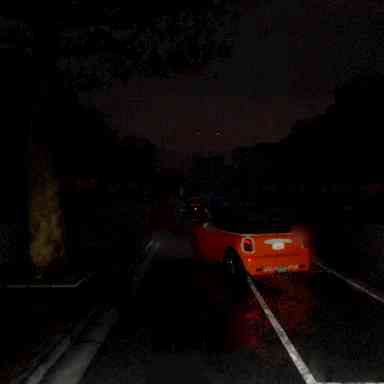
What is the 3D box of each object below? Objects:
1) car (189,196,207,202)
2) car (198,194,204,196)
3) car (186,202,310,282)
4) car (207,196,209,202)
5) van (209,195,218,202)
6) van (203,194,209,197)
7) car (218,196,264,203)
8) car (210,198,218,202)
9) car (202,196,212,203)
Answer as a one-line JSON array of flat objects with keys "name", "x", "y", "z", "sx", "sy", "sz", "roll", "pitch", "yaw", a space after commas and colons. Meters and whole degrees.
[{"name": "car", "x": 0.415, "y": 1.498, "z": 36.978, "sx": 1.837, "sy": 1.490, "sz": 4.892, "roll": 0, "pitch": 0, "yaw": 1}, {"name": "car", "x": 0.563, "y": 1.522, "z": 53.706, "sx": 1.812, "sy": 1.442, "sz": 4.674, "roll": 0, "pitch": 0, "yaw": 1}, {"name": "car", "x": 1.470, "y": 1.350, "z": 10.165, "sx": 2.097, "sy": 1.767, "sz": 4.553, "roll": 0, "pitch": 0, "yaw": -18}, {"name": "car", "x": 2.988, "y": 1.559, "z": 39.971, "sx": 1.947, "sy": 1.339, "sz": 4.313, "roll": 1, "pitch": 0, "yaw": 1}, {"name": "van", "x": 2.944, "y": 1.335, "z": 34.430, "sx": 1.690, "sy": 1.788, "sz": 3.998, "roll": 1, "pitch": 0, "yaw": 1}, {"name": "van", "x": 3.133, "y": 1.338, "z": 56.591, "sx": 1.690, "sy": 1.788, "sz": 3.998, "roll": 1, "pitch": 0, "yaw": 1}, {"name": "car", "x": 2.801, "y": 1.312, "z": 17.808, "sx": 2.192, "sy": 1.841, "sz": 5.009, "roll": 1, "pitch": 0, "yaw": 1}, {"name": "car", "x": 2.893, "y": 1.539, "z": 28.890, "sx": 1.887, "sy": 1.381, "sz": 4.507, "roll": 1, "pitch": 0, "yaw": 1}, {"name": "car", "x": 3.273, "y": 1.558, "z": 73.213, "sx": 1.887, "sy": 1.381, "sz": 4.507, "roll": 1, "pitch": 0, "yaw": 1}]
